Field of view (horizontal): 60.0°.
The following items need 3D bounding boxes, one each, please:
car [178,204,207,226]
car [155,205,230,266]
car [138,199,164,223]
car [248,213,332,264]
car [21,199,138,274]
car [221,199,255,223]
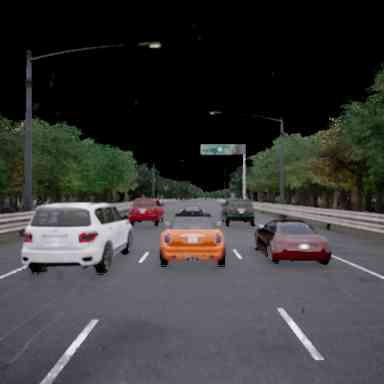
[{"bbox_3d":[0.045,1.812,27.297,2.128,1.511,4.902,0,-1,0],"label":"car"},{"bbox_3d":[0.045,1.492,12.228,2.097,1.767,4.553,0,-1,1],"label":"car"},{"bbox_3d":[-3.468,1.531,26.283,2.150,2.045,5.566,0,0,1],"label":"car"},{"bbox_3d":[3.547,1.708,12.459,1.994,1.385,4.181,0,-1,1],"label":"car"},{"bbox_3d":[-3.469,1.351,11.155,2.150,2.045,5.566,0,0,1],"label":"car"},{"bbox_3d":[3.531,1.529,26.183,2.150,2.045,5.566,0,0,1],"label":"car"}]
